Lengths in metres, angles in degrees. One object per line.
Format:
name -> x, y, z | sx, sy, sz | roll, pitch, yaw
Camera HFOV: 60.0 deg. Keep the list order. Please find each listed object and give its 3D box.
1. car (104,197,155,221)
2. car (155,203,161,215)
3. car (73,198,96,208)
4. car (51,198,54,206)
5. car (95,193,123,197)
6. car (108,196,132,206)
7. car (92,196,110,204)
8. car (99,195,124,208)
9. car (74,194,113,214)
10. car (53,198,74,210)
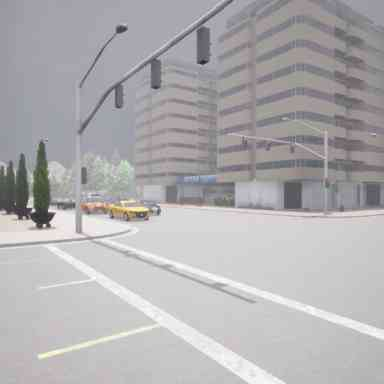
car -> -5.250, 1.476, 27.369 | 1.882, 1.535, 5.008 | 0, 0, -35
car -> -4.815, 1.490, 32.880 | 2.128, 1.511, 4.902 | 0, 0, -35
car -> -15.811, 1.599, 48.737 | 1.895, 1.301, 4.718 | 0, 0, -35
car -> -21.729, 1.561, 51.167 | 1.994, 1.385, 4.181 | 0, 0, -34
car -> -9.981, 1.350, 40.324 | 2.097, 1.767, 4.553 | 0, 0, -35
car -> -12.188, 1.489, 56.120 | 2.128, 1.511, 4.902 | 0, 0, -35
car -> -17.495, 1.502, 63.759 | 1.837, 1.490, 4.892 | 0, 0, -33
car -> -12.138, 1.350, 49.912 | 2.097, 1.767, 4.553 | 0, 0, -35
car -> -10.432, 1.351, 34.834 | 2.097, 1.767, 4.553 | 0, 0, -35
car -> -16.040, 1.600, 42.917 | 1.895, 1.301, 4.718 | 0, 0, -35
